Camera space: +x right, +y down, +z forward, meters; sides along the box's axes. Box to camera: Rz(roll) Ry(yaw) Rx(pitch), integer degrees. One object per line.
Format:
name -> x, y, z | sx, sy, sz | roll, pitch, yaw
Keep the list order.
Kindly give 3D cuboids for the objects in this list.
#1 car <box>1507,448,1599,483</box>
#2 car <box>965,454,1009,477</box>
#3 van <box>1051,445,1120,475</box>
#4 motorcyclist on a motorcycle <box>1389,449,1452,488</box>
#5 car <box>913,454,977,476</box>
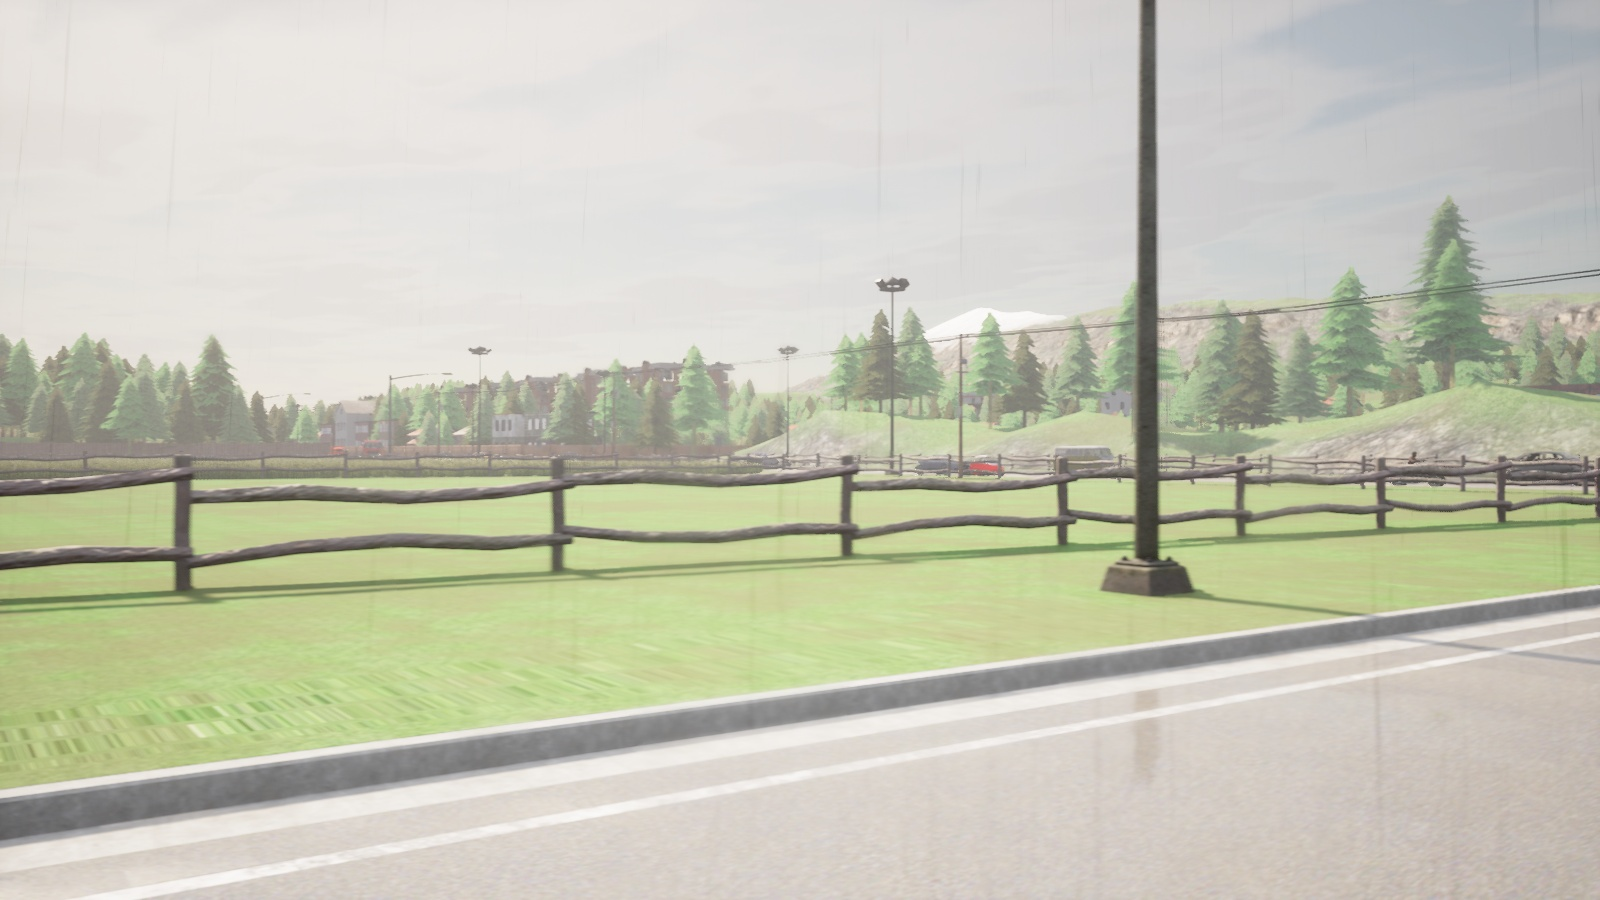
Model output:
car -> 36.029, 0.705, 59.538 | 1.851, 1.617, 3.988 | 0, 0, -35
car -> 11.336, 0.956, 76.088 | 1.481, 1.376, 2.207 | 0, -1, -35
van -> 18.943, 0.654, 83.506 | 1.775, 1.987, 4.442 | 0, 0, -35
motorcyclist on a motorcycle -> 26.843, 0.765, 54.336 | 0.766, 1.649, 2.350 | 0, 0, -35
car -> 9.733, 0.988, 84.367 | 1.994, 1.385, 4.181 | 0, 0, -35
